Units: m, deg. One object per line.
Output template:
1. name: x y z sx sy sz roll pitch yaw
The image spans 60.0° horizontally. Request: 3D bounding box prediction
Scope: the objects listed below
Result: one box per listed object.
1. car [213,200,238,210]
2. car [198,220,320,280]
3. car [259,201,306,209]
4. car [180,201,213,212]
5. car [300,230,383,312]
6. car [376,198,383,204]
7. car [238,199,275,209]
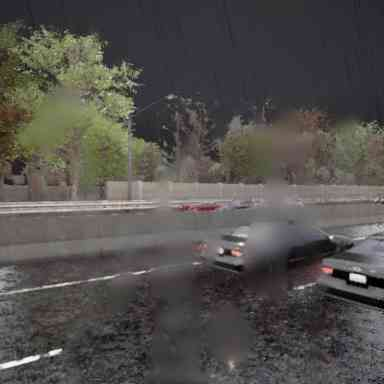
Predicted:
1. car: 4.813 1.532 33.229 4.892 1.490 1.837 0 0 -35
2. car: 2.757 1.555 10.017 5.357 1.411 2.033 0 0 -35
3. car: 7.931 1.626 26.856 4.718 1.301 1.895 0 0 -36
4. car: 1.086 1.624 34.469 4.718 1.301 1.895 0 0 -38
5. car: 4.941 1.555 7.276 5.357 1.411 2.033 0 0 -36
6. car: 34.579 1.650 58.661 5.357 1.411 2.033 0 0 -36
7. car: 6.858 1.532 30.389 4.892 1.490 1.837 0 0 -35
